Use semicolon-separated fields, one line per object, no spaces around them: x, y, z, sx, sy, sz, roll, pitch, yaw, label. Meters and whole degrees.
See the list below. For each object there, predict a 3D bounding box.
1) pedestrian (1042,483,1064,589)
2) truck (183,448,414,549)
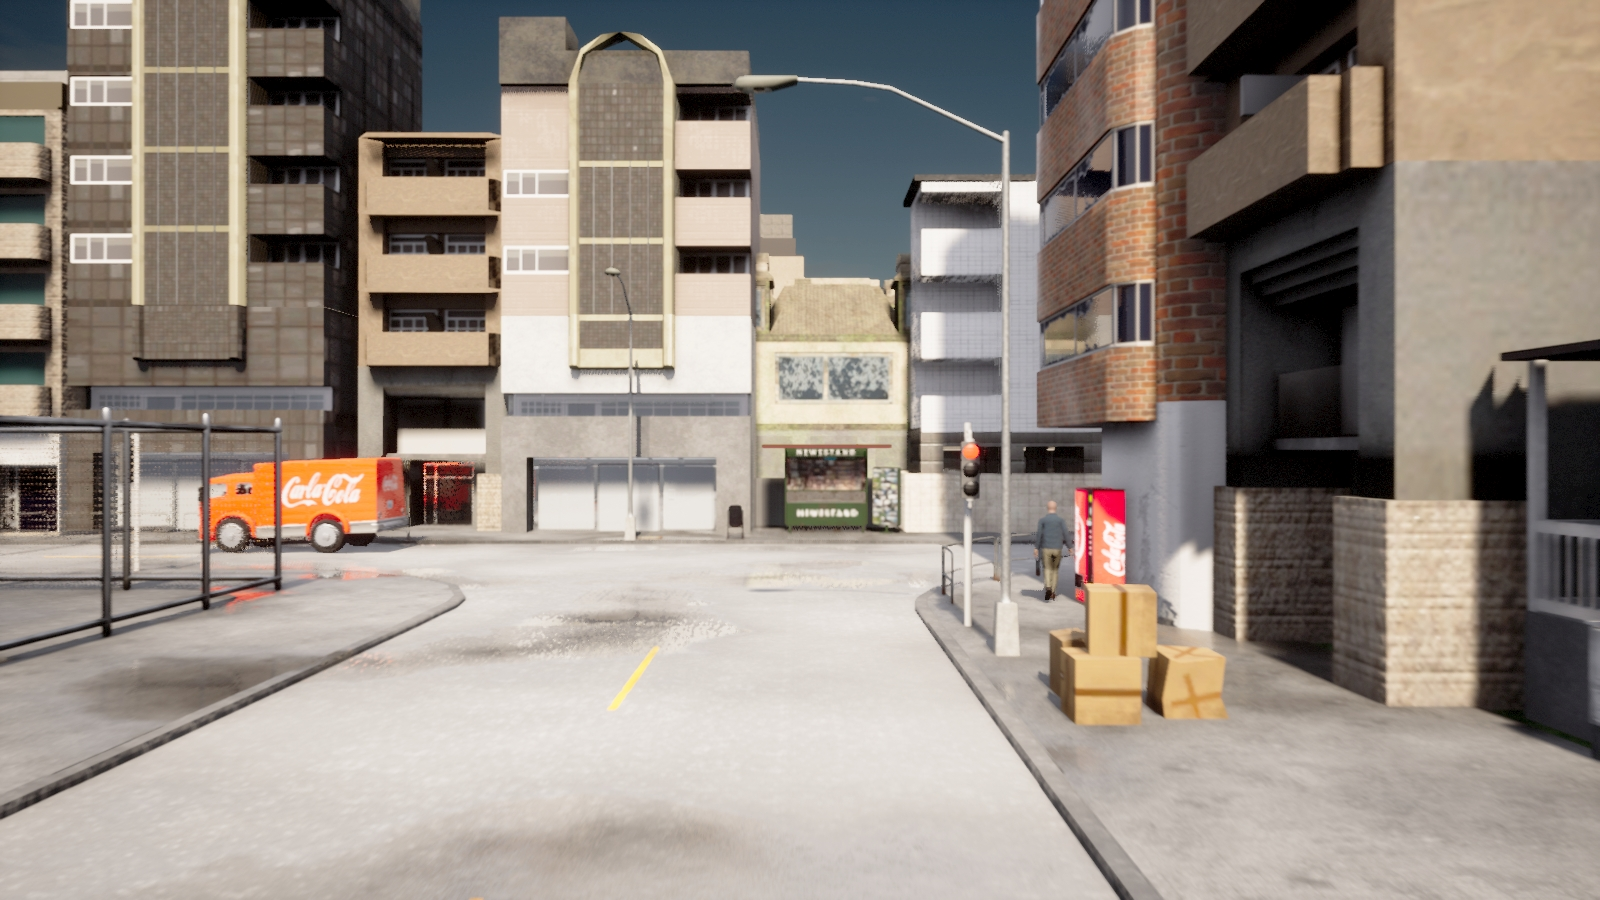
4.493;1.516;20.313;0.375;1.860;0.375;0;0;10;pedestrian
-13.941;1.311;32.041;5.204;2.467;2.627;-3;0;0;truck
